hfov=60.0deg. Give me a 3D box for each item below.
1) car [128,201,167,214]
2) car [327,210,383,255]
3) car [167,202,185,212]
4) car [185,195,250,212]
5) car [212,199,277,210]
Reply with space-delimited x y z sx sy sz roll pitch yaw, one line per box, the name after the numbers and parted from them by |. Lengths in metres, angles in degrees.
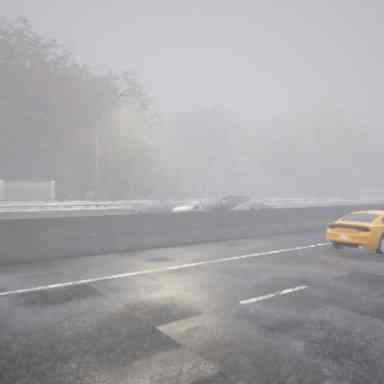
-3.295 1.564 31.730 5.357 1.411 2.033 0 0 -35 | car
7.543 1.492 13.548 5.008 1.535 1.882 0 0 -35 | car
0.472 1.544 30.108 4.674 1.442 1.812 0 0 -35 | car
2.529 1.239 27.280 5.566 2.045 2.150 0 0 -35 | car
4.203 1.495 24.175 5.008 1.535 1.882 0 0 -35 | car
